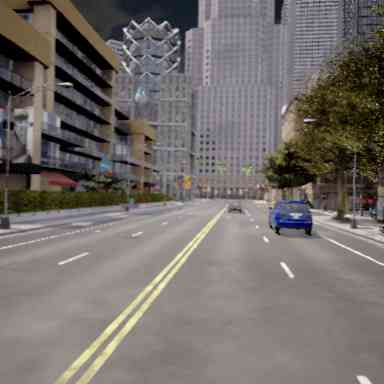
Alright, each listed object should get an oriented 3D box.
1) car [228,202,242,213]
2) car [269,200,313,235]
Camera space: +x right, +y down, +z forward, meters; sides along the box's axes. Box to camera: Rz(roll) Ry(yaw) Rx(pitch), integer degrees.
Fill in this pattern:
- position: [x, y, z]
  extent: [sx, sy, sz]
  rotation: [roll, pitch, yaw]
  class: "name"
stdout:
- position: [6.068, 2.116, 46.778]
  extent: [2.033, 1.411, 5.357]
  rotation: [1, 0, 8]
  class: "car"
- position: [6.341, 1.579, 21.806]
  extent: [2.150, 2.045, 5.566]
  rotation: [1, -1, 8]
  class: "car"
